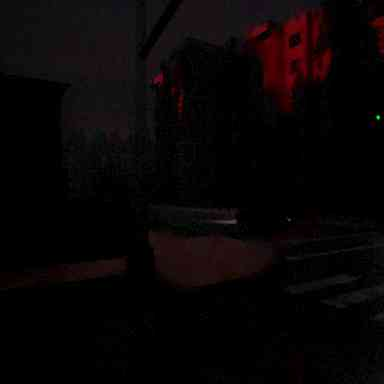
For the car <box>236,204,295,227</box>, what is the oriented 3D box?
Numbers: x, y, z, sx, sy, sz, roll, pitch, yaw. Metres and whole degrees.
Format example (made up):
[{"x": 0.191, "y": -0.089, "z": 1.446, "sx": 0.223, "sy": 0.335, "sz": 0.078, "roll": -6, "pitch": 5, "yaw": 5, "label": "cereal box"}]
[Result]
[{"x": 4.890, "y": 1.528, "z": 22.604, "sx": 1.812, "sy": 1.442, "sz": 4.674, "roll": 0, "pitch": 0, "yaw": -30, "label": "car"}]
